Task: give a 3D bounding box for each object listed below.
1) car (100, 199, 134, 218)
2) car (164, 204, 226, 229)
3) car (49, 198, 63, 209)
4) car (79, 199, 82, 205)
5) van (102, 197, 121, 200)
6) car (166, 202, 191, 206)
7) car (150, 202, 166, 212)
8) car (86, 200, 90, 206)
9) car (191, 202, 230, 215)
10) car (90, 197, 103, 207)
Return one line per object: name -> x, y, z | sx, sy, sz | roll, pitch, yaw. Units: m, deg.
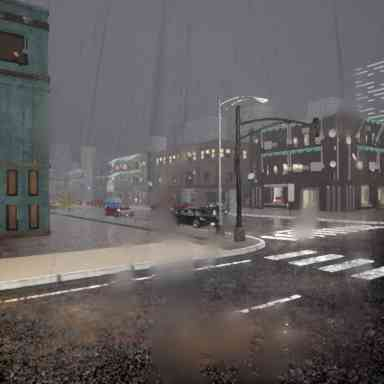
car -> -7.804, 1.846, 35.524 | 1.967, 1.590, 4.097 | -1, 0, -35
car -> 0.120, 1.814, 24.130 | 1.947, 1.339, 4.313 | -1, 0, -35
car -> -23.699, 2.232, 57.971 | 1.752, 1.417, 4.829 | -1, 0, -35
car -> -26.556, 2.364, 76.506 | 1.947, 1.339, 4.313 | -1, 0, -35
van -> -13.765, 1.907, 58.438 | 1.690, 1.788, 3.998 | -1, 0, -35
car -> -0.963, 1.904, 40.370 | 1.802, 1.307, 4.206 | -2, 0, -35
car -> -4.161, 1.966, 44.887 | 1.802, 1.307, 4.206 | -1, 0, -35
car -> -20.158, 2.227, 67.472 | 1.887, 1.381, 4.507 | -1, 0, -35
car -> 2.235, 1.809, 35.853 | 2.008, 1.369, 4.403 | -2, 0, -35
car -> -16.965, 1.940, 62.954 | 2.192, 1.841, 5.009 | -1, 0, -35
